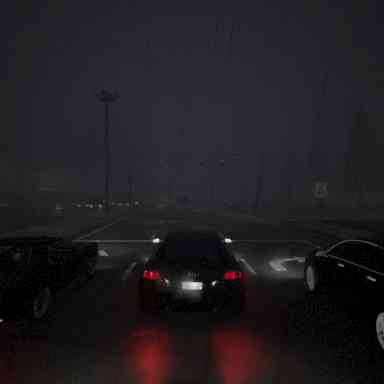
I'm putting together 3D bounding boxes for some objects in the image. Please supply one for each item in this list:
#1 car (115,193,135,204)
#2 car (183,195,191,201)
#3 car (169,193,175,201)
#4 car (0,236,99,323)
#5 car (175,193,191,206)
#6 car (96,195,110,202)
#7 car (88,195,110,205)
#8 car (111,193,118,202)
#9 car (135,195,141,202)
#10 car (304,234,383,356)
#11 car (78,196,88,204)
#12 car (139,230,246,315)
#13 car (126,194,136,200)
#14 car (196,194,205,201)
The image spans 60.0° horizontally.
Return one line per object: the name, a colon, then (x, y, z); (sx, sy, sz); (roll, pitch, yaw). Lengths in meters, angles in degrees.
car: (-12.843, 1.506, 64.345); (1.837, 1.490, 4.892); (0, 0, 1)
car: (-1.306, 1.521, 86.765); (2.128, 1.511, 4.902); (0, 0, 0)
car: (-4.805, 1.220, 86.402); (2.150, 2.045, 5.566); (0, 0, 0)
car: (-3.495, 1.601, 7.158); (1.895, 1.301, 4.718); (0, 0, 0)
car: (-1.299, 1.352, 55.393); (2.097, 1.767, 4.553); (0, 0, 0)
car: (-19.803, 1.478, 74.377); (1.882, 1.535, 5.008); (0, 0, 0)
car: (-16.370, 1.500, 58.937); (1.837, 1.490, 4.892); (0, 1, 0)
car: (-16.303, 1.225, 73.679); (2.150, 2.045, 5.566); (0, 0, 0)
car: (-12.803, 1.525, 75.579); (2.128, 1.511, 4.902); (0, 0, 0)
car: (3.503, 1.505, 5.836); (1.837, 1.490, 4.892); (0, 0, 0)
car: (-19.843, 1.477, 62.676); (1.882, 1.535, 5.008); (0, 0, 0)
car: (0.006, 1.564, 7.659); (1.994, 1.385, 4.181); (0, 0, 0)
car: (-16.306, 1.386, 89.004); (1.882, 1.535, 5.008); (0, 0, 0)
car: (2.194, 1.350, 86.719); (2.097, 1.767, 4.553); (0, 0, 0)
